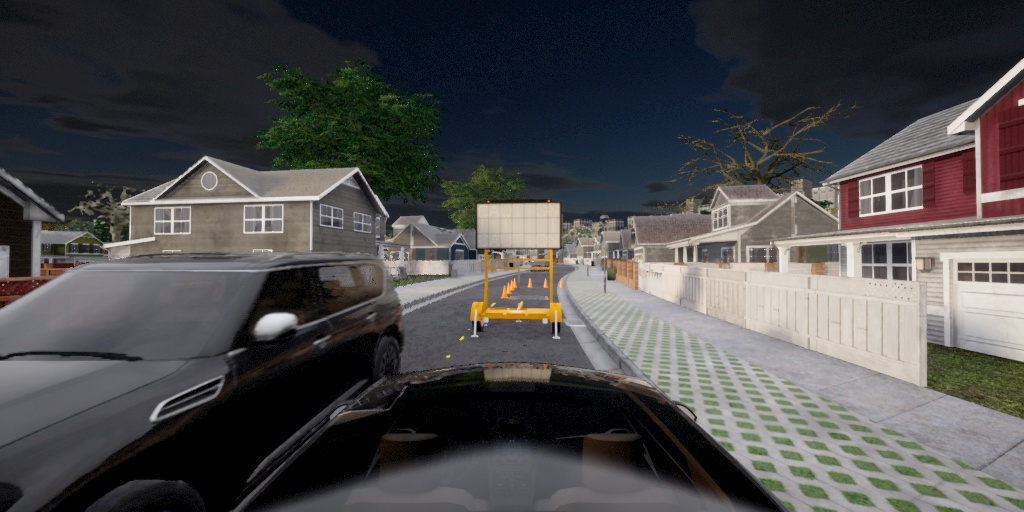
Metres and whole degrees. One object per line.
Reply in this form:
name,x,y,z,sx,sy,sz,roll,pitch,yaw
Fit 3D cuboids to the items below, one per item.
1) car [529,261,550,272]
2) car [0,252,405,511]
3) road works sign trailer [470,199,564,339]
car,3.629,1.191,47.683,2.097,1.767,4.553,0,0,13
car,-2.769,0.972,3.401,2.150,2.045,5.566,0,0,1
road works sign trailer,0.196,0.220,10.165,2.380,3.560,2.880,0,0,5
